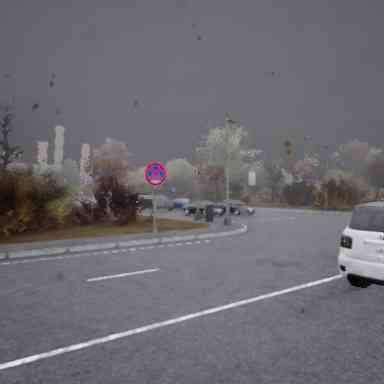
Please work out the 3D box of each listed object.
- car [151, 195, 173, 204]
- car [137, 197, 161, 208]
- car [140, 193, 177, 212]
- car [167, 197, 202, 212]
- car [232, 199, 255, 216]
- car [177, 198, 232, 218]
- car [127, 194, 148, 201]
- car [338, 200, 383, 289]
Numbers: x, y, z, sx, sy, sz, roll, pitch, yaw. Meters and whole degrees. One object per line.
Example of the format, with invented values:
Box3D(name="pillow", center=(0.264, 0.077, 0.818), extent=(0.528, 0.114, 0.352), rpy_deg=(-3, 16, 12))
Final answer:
Box3D(name="car", center=(-5.562, 1.276, 60.937), extent=(2.128, 1.511, 4.902), rpy_deg=(0, 1, -33))
Box3D(name="car", center=(-6.347, 1.480, 48.786), extent=(1.994, 1.385, 4.181), rpy_deg=(0, 1, -32))
Box3D(name="car", center=(-4.215, 1.198, 38.844), extent=(2.150, 2.045, 5.566), rpy_deg=(0, 0, -32))
Box3D(name="car", center=(-1.011, 1.454, 40.323), extent=(1.882, 1.535, 5.008), rpy_deg=(0, 0, -32))
Box3D(name="car", center=(4.055, 1.474, 32.291), extent=(2.128, 1.511, 4.902), rpy_deg=(0, 0, -32))
Box3D(name="car", center=(1.023, 1.477, 30.510), extent=(2.128, 1.511, 4.902), rpy_deg=(0, 0, -33))
Box3D(name="car", center=(-11.459, 1.130, 69.512), extent=(2.033, 1.411, 5.357), rpy_deg=(0, 1, -37))
Box3D(name="car", center=(5.714, 1.214, 8.018), extent=(5.566, 2.045, 2.150), rpy_deg=(0, 0, -38))
